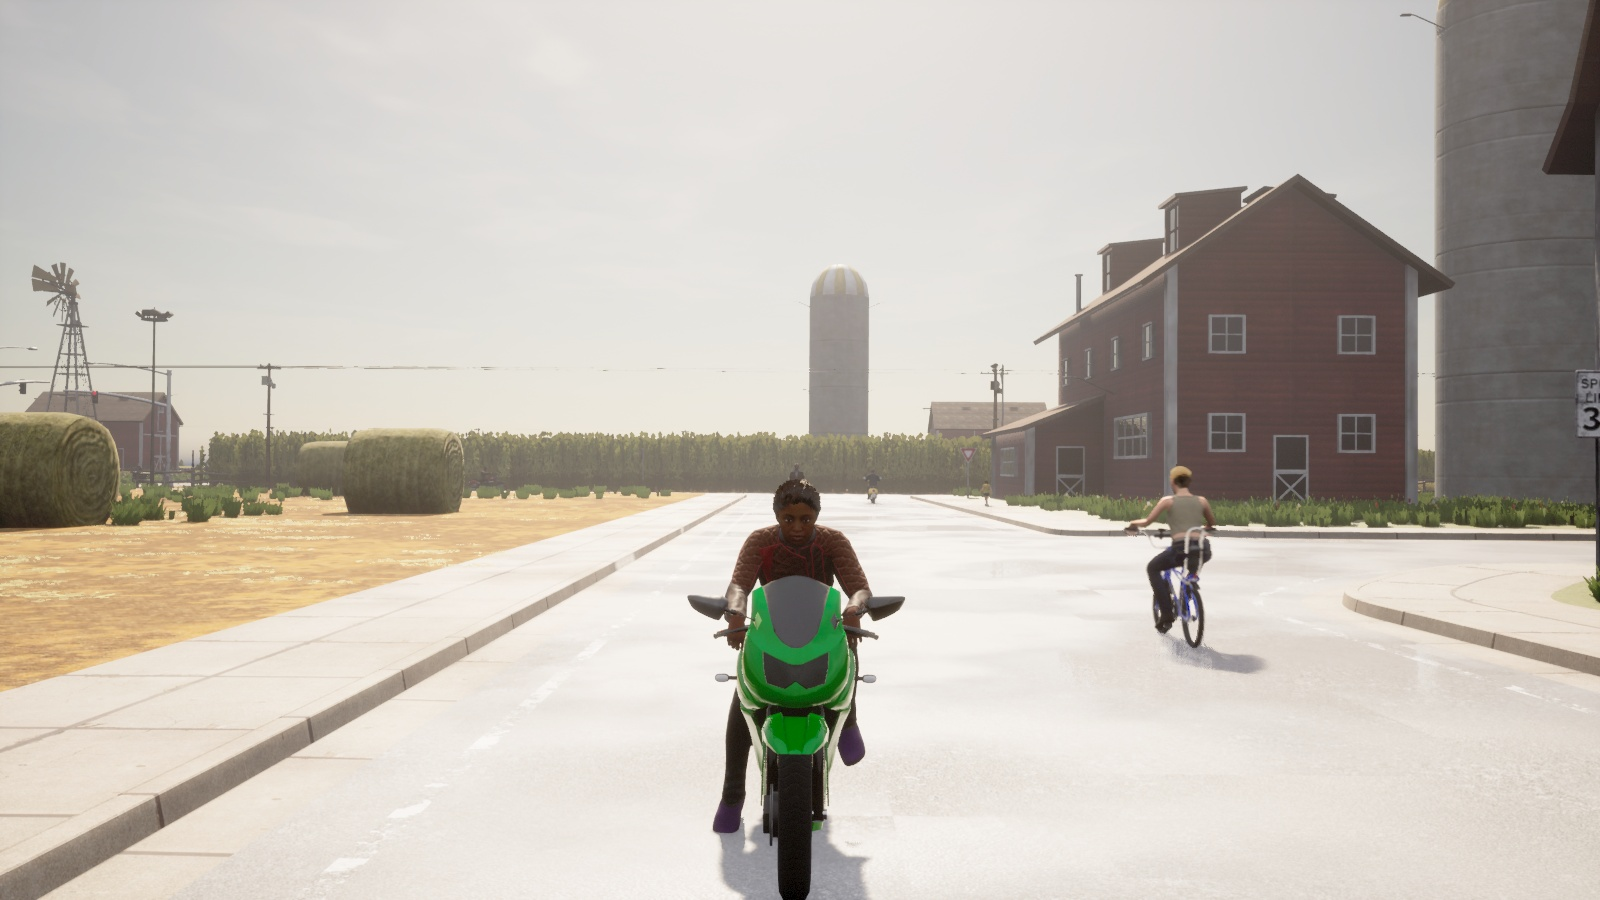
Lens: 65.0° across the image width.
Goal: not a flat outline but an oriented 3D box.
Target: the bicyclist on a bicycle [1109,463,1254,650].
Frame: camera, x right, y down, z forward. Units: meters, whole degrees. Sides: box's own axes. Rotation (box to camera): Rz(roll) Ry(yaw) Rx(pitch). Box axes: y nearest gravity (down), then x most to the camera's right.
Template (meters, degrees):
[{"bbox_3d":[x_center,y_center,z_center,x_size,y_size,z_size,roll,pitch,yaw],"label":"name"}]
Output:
[{"bbox_3d":[3.466,0.926,11.560,0.866,1.612,1.509,0,-1,0],"label":"bicyclist on a bicycle"}]

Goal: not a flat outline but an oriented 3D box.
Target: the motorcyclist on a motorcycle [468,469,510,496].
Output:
[{"bbox_3d":[-18.826,1.955,76.011,2.350,1.649,0.766,0,-1,1],"label":"motorcyclist on a motorcycle"}]

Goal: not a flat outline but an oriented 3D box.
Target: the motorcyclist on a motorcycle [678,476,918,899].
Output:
[{"bbox_3d":[-0.010,0.878,5.210,0.797,1.523,2.044,0,-1,0],"label":"motorcyclist on a motorcycle"}]
